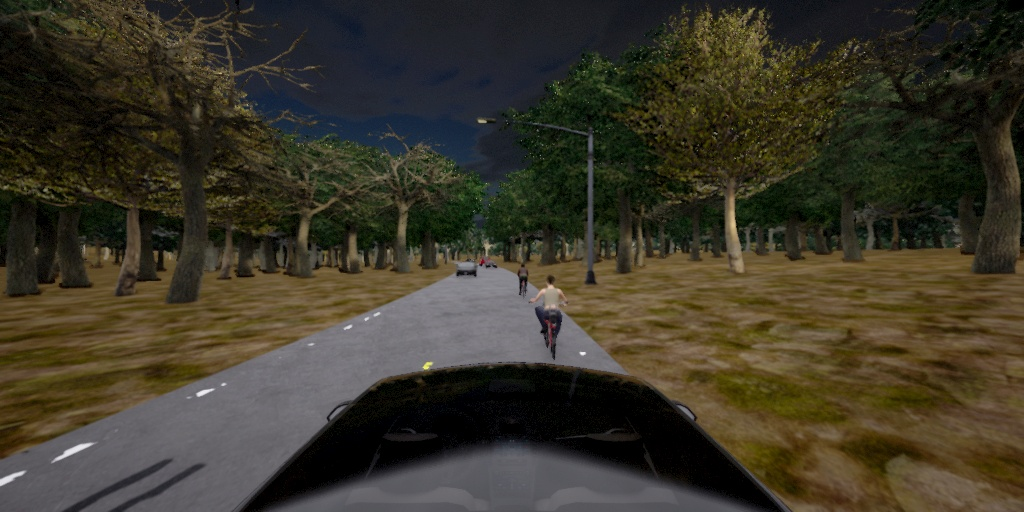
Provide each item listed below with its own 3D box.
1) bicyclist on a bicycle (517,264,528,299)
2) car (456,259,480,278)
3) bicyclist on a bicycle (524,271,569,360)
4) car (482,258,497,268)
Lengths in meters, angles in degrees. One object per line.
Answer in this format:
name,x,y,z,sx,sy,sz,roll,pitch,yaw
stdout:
bicyclist on a bicycle,0.532,1.220,17.091,0.582,1.620,1.656,0,0,-2
car,-4.278,1.265,34.270,1.882,1.535,5.008,0,0,-4
bicyclist on a bicycle,0.779,1.193,7.376,0.866,1.612,1.509,0,-1,-1
car,-3.716,1.445,61.905,1.895,1.301,4.718,0,0,-7
